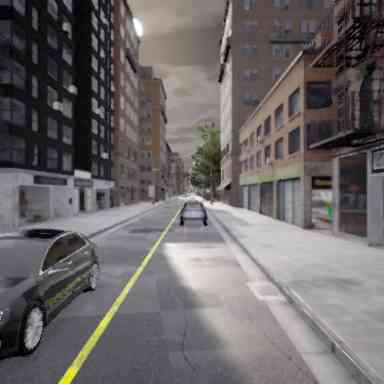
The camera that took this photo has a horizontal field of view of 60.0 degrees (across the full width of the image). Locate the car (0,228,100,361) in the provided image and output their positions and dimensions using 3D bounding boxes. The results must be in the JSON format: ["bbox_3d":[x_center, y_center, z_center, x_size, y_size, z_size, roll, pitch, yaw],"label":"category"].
[{"bbox_3d":[-3.098,1.505,6.103,1.837,1.490,4.892,0,0,0],"label":"car"}]

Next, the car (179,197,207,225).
[{"bbox_3d":[0.101,1.429,24.411,2.033,1.649,4.856,0,0,0],"label":"car"}]

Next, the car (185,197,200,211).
[{"bbox_3d":[0.072,1.451,41.832,1.801,1.575,5.366,0,0,0],"label":"car"}]
